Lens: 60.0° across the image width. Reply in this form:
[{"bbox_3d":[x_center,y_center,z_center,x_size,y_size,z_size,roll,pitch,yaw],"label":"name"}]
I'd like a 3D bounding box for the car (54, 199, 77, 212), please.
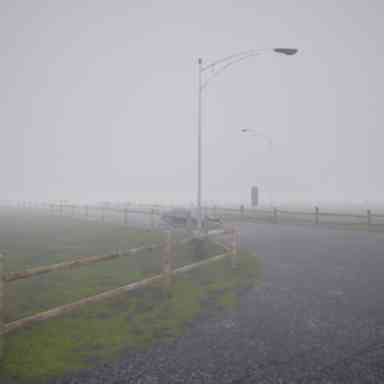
[{"bbox_3d":[-17.857,1.797,46.817,2.097,1.767,4.553,1,-1,-38],"label":"car"}]

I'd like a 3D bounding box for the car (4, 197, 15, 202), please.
[{"bbox_3d":[-45.187,2.029,82.317,1.882,1.535,5.008,1,-1,-38],"label":"car"}]

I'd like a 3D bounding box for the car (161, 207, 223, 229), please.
[{"bbox_3d":[-0.159,1.793,23.828,2.033,1.411,5.357,1,-1,-38],"label":"car"}]
